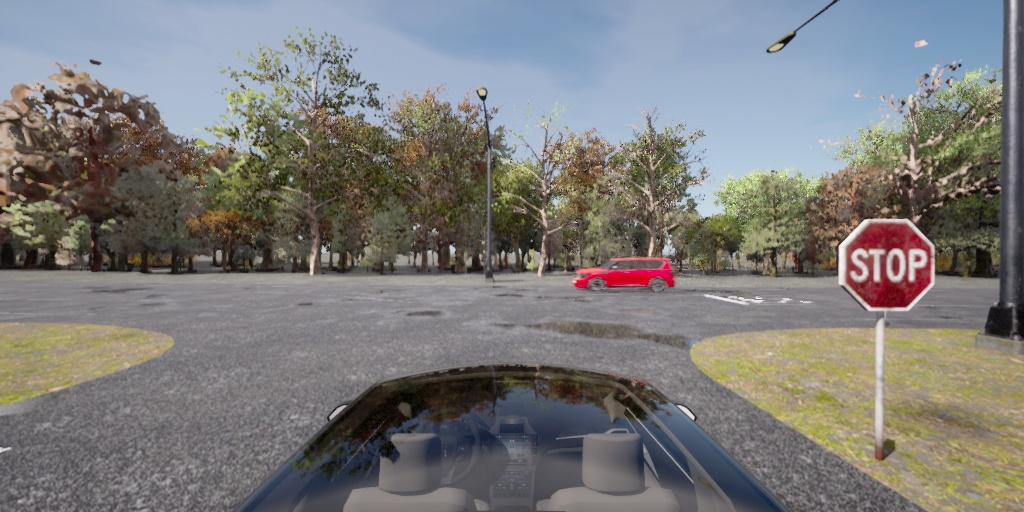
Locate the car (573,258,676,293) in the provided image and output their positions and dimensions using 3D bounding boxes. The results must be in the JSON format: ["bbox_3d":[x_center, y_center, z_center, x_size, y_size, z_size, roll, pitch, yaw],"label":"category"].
[{"bbox_3d":[6.350,1.112,20.414,5.566,2.045,2.150,0,0,0],"label":"car"}]
